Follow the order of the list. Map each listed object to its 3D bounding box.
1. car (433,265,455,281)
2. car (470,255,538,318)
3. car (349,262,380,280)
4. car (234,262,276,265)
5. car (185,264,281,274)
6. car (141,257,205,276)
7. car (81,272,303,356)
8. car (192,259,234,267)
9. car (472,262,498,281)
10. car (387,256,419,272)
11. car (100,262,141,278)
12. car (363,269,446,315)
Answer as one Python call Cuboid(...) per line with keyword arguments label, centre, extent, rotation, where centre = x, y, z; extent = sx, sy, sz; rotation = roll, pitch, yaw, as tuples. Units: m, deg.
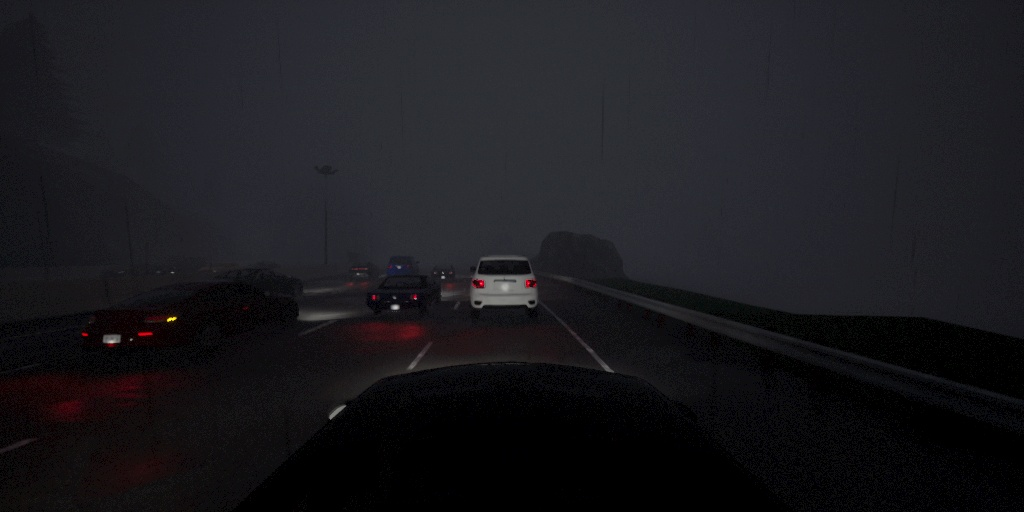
Cuboid(label="car", centre=(-5.765, 1.383, 30.458), extent=(1.895, 1.301, 4.718), rotation=(0, 0, -9))
Cuboid(label="car", centre=(-0.359, 0.980, 13.196), extent=(2.150, 2.045, 5.566), rotation=(0, 0, -3))
Cuboid(label="car", centre=(-13.156, 1.291, 32.144), extent=(2.128, 1.511, 4.902), rotation=(0, 0, -9))
Cuboid(label="car", centre=(-24.624, 1.320, 35.416), extent=(2.128, 1.511, 4.902), rotation=(0, 0, -12))
Cuboid(label="car", centre=(-11.090, 1.276, 15.728), extent=(2.128, 1.511, 4.902), rotation=(0, 0, -5))
Cuboid(label="car", centre=(-31.481, 1.064, 34.073), extent=(2.150, 2.045, 5.566), rotation=(0, 0, -12))
Cuboid(label="car", centre=(-7.140, 1.296, 8.624), extent=(1.812, 1.442, 4.674), rotation=(0, 0, -2))
Cuboid(label="car", centre=(-28.060, 1.312, 34.760), extent=(1.882, 1.535, 5.008), rotation=(0, 0, -12))
Cuboid(label="car", centre=(-2.489, 1.281, 31.952), extent=(1.837, 1.490, 4.892), rotation=(0, 0, -9))
Cuboid(label="car", centre=(-9.459, 1.012, 31.361), extent=(2.150, 2.045, 5.566), rotation=(0, 0, -9))
Cuboid(label="car", centre=(-34.822, 1.326, 32.910), extent=(1.882, 1.535, 5.008), rotation=(0, 0, -12))
Cuboid(label="car", centre=(-3.901, 1.368, 13.784), extent=(1.895, 1.301, 4.718), rotation=(0, 0, -4))
